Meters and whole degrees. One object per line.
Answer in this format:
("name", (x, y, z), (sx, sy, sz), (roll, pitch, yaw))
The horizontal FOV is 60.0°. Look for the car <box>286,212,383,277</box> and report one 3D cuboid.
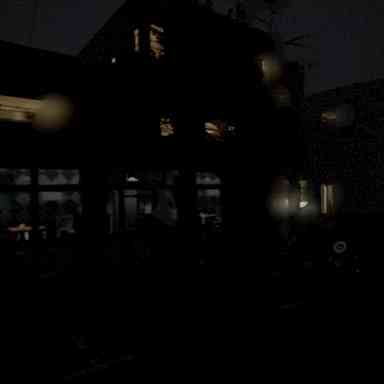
("car", (4.648, 1.373, 9.889), (4.097, 1.590, 1.967), (-1, 0, -36))
